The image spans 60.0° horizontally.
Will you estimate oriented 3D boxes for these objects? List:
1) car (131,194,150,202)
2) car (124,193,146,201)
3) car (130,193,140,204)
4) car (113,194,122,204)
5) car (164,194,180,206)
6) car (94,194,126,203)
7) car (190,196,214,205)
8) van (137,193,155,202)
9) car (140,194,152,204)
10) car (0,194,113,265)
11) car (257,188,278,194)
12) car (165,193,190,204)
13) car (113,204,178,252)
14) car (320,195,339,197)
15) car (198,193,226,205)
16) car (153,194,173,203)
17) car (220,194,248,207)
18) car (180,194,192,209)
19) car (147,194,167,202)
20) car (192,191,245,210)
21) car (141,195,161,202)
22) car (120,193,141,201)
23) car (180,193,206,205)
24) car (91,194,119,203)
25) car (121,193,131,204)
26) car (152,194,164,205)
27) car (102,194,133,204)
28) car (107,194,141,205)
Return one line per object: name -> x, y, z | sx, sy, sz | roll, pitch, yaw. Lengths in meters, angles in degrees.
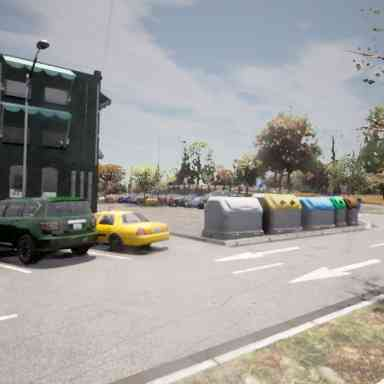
car -> -13.437, 1.551, 86.753 | 2.185, 1.767, 4.553 | 1, -2, 35
car -> -15.187, 1.422, 89.188 | 2.435, 2.045, 5.566 | 1, -2, 35
car -> -5.599, 1.149, 45.715 | 2.231, 1.521, 4.892 | 0, -1, 35
car -> -8.970, 1.149, 50.576 | 2.097, 1.535, 5.008 | 0, -1, 35
car -> -0.540, 1.147, 38.427 | 2.231, 1.521, 4.892 | 0, -1, 35
car -> -14.140, 1.145, 57.715 | 1.946, 1.575, 5.366 | 1, 0, 35
car -> 2.037, 1.672, 64.389 | 2.231, 1.521, 4.892 | 1, -2, 35
van -> -11.670, 1.454, 84.348 | 1.878, 1.987, 4.442 | 1, -2, 35
car -> -3.813, 1.147, 43.445 | 1.946, 1.575, 5.366 | 0, -1, 35
car -> -5.753, 1.207, 11.846 | 5.566, 2.045, 2.435 | -1, 0, 35
car -> 13.704, -0.108, 59.828 | 1.994, 1.385, 4.181 | 2, 3, -34
car -> -3.095, 1.423, 71.867 | 2.435, 2.045, 5.566 | 1, -2, 35
car -> -3.412, 1.444, 13.687 | 5.366, 1.575, 1.946 | -1, 0, 35
car -> 17.591, 1.415, 42.086 | 2.435, 2.045, 5.566 | 1, -2, 35
car -> 3.806, 1.420, 61.939 | 2.435, 2.045, 5.566 | 1, -2, 35
car -> -6.584, 1.547, 76.780 | 2.185, 1.767, 4.553 | 1, -2, 35
car -> 7.223, 1.417, 56.925 | 2.435, 2.045, 5.566 | 1, -2, 35
car -> 1.151, 1.185, 36.001 | 2.002, 1.452, 4.674 | 1, 0, 35
car -> -8.320, 1.547, 79.263 | 2.185, 1.767, 4.553 | 1, -2, 35
car -> 2.834, 0.893, 33.547 | 2.435, 2.045, 5.566 | 1, -1, 35
car -> -10.011, 1.676, 81.766 | 2.231, 1.521, 4.892 | 1, -2, 35
car -> -16.900, 1.424, 91.724 | 2.435, 2.045, 5.566 | 1, -2, 35
car -> 0.315, 1.419, 66.854 | 2.435, 2.045, 5.566 | 1, -2, 35
car -> -15.720, 1.182, 60.327 | 2.163, 1.488, 4.792 | 0, -1, 35
car -> -7.301, 1.178, 48.124 | 2.163, 1.488, 4.792 | 1, -1, 35
car -> -2.243, 1.020, 40.837 | 2.185, 1.767, 4.553 | 0, -1, 35
car -> -12.355, 1.150, 55.444 | 2.097, 1.535, 5.008 | 1, -1, 35
car -> -10.765, 1.144, 52.855 | 1.946, 1.575, 5.366 | 1, 0, 35
